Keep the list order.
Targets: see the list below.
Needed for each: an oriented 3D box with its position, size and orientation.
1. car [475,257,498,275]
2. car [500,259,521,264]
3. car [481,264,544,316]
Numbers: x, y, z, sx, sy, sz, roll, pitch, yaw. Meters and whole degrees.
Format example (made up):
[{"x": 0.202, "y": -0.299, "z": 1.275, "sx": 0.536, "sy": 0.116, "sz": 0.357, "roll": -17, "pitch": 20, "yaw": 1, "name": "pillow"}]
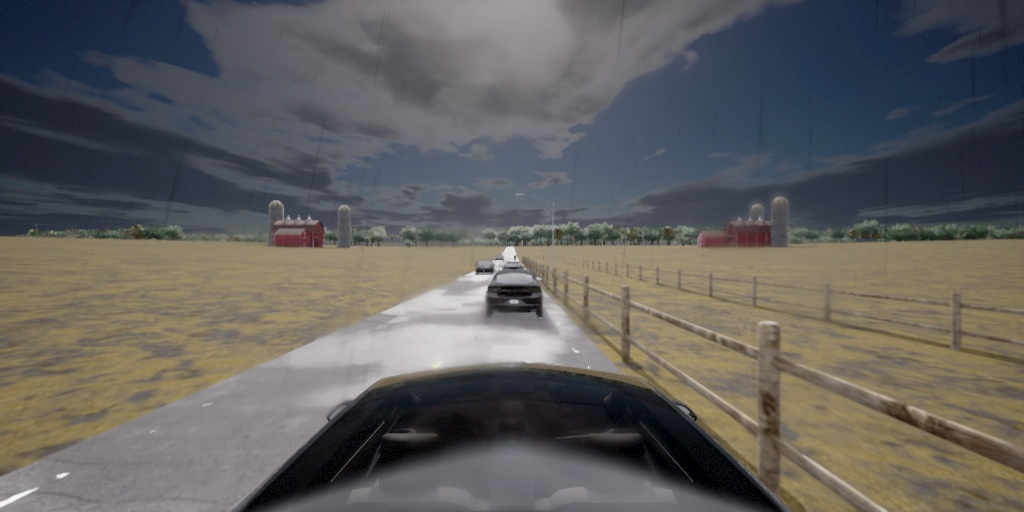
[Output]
[{"x": -2.846, "y": 1.170, "z": 38.578, "sx": 1.882, "sy": 1.535, "sz": 5.008, "roll": 0, "pitch": 1, "yaw": 0, "name": "car"}, {"x": 0.092, "y": 1.252, "z": 31.193, "sx": 1.837, "sy": 1.490, "sz": 4.892, "roll": 0, "pitch": 0, "yaw": 0, "name": "car"}, {"x": 0.089, "y": 1.236, "z": 13.394, "sx": 1.882, "sy": 1.535, "sz": 5.008, "roll": 0, "pitch": 0, "yaw": 0, "name": "car"}]
